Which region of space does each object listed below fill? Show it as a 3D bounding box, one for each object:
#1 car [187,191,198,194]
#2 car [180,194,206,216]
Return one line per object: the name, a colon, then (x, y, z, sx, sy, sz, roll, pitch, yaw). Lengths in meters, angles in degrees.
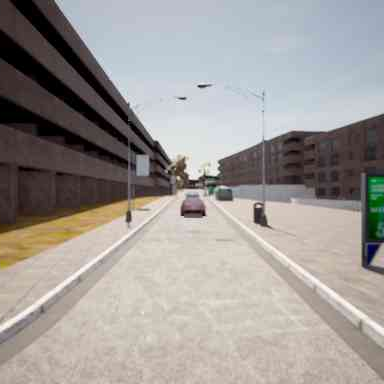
car: (0.073, 0.590, 45.014, 2.033, 1.411, 5.357, 0, 1, 0)
car: (0.083, 1.101, 27.018, 1.994, 1.385, 4.181, 0, 2, 0)
